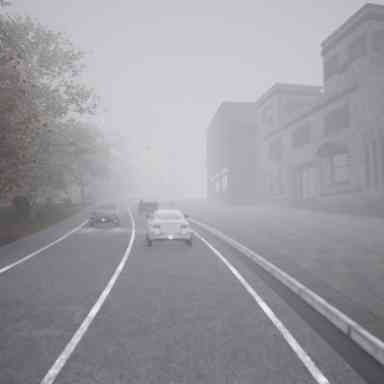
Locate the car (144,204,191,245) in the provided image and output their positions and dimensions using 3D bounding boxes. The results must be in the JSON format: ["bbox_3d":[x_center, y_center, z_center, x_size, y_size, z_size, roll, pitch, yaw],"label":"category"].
[{"bbox_3d":[-1.121,1.483,15.120,1.812,1.442,4.674,1,0,-8],"label":"car"}]

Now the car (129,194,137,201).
[{"bbox_3d":[-10.714,1.071,63.663,1.994,1.385,4.181,-1,0,6],"label":"car"}]

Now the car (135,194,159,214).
[{"bbox_3d":[-4.360,1.309,32.889,1.882,1.535,5.008,1,0,-12],"label":"car"}]

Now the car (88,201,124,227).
[{"bbox_3d":[-5.643,1.380,21.986,1.837,1.490,4.892,1,0,-10],"label":"car"}]
